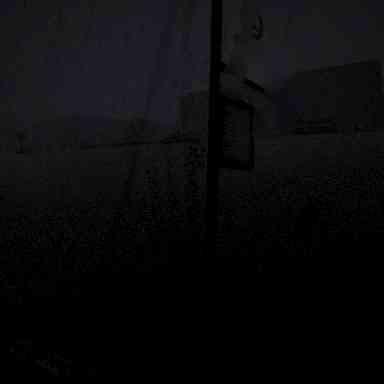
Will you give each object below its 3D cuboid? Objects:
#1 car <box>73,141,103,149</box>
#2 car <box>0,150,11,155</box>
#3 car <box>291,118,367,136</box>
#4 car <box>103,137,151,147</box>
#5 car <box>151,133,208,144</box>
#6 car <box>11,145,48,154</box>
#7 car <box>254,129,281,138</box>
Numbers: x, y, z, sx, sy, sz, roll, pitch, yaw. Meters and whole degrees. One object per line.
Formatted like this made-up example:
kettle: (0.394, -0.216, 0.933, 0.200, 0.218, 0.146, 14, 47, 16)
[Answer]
car: (-9.874, -4.356, 33.306, 4.892, 1.521, 2.231, 1, 1, 34)
car: (-23.456, -4.666, 42.554, 4.674, 1.452, 2.002, 1, 1, 34)
car: (8.804, -3.895, 21.436, 4.553, 1.767, 2.185, 2, 1, 31)
car: (-5.308, -4.225, 30.207, 4.892, 1.521, 2.231, 2, 1, 34)
car: (-0.662, -4.037, 27.180, 4.674, 1.452, 2.002, 2, 1, 33)
car: (-18.914, -4.716, 39.461, 4.553, 1.767, 2.185, 1, 1, 34)
car: (4.050, -3.923, 24.252, 5.008, 1.535, 2.097, 2, 1, 32)
